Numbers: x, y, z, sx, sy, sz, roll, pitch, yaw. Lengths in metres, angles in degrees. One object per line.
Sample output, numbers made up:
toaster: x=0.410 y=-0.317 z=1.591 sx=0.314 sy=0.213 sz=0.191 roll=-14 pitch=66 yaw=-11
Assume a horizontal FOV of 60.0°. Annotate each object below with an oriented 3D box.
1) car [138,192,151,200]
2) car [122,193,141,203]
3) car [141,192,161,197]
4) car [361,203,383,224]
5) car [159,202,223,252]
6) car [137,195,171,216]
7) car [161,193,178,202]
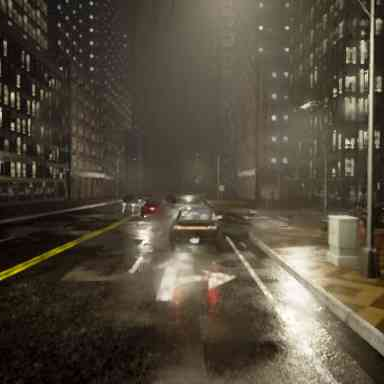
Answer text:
car: x=-9.773 y=0.784 z=69.075 sx=1.882 sy=1.535 sz=5.008 roll=0 pitch=1 yaw=0
car: x=-9.821 y=0.965 z=53.264 sx=1.837 sy=1.490 sz=4.892 roll=0 pitch=1 yaw=0
car: x=-6.571 y=0.991 z=53.272 sx=1.812 sy=1.442 sz=4.674 roll=0 pitch=1 yaw=0
car: x=14.915 y=1.514 z=24.087 sx=4.892 sy=1.490 sz=1.837 roll=0 pitch=1 yaw=1
car: x=0.195 y=1.361 z=13.226 sx=2.128 sy=1.511 sz=4.902 roll=0 pitch=1 yaw=3
car: x=-3.158 y=1.271 z=28.454 sx=1.994 sy=1.385 sz=4.181 roll=0 pitch=1 yaw=0
car: x=-3.167 y=1.026 z=50.306 sx=1.812 sy=1.442 sz=4.674 roll=0 pitch=1 yaw=0
